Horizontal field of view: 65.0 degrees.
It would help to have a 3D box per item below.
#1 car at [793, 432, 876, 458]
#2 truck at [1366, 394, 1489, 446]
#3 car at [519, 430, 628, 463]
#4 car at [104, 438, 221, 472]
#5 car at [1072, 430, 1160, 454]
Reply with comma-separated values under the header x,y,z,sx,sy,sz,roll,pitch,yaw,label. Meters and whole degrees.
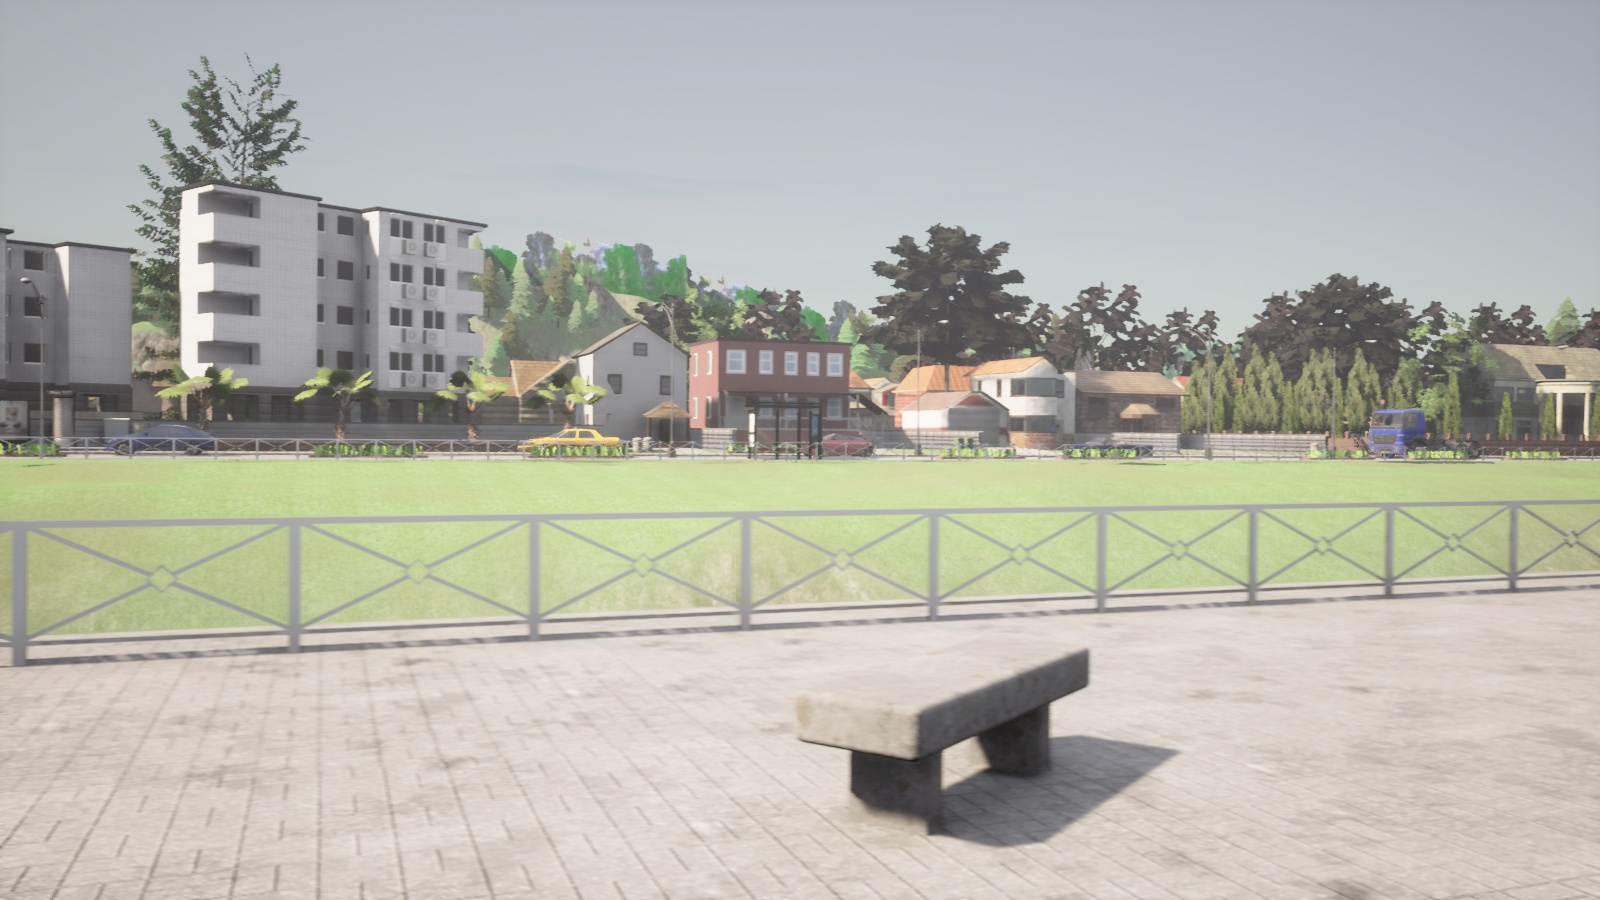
x,y,z,sx,sy,sz,roll,pitch,yaw,label
1.947,-0.307,70.517,4.181,1.385,1.994,-1,1,-21,car
43.007,-2.050,86.082,7.936,3.462,2.891,-1,1,-21,truck
-11.775,-0.198,65.310,5.366,1.575,1.801,-1,1,-21,car
-29.642,0.192,58.532,4.674,1.442,1.812,-1,1,-21,car
18.219,-0.477,72.413,4.718,1.301,1.895,-1,1,-21,car
